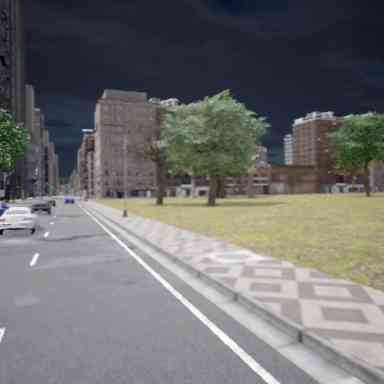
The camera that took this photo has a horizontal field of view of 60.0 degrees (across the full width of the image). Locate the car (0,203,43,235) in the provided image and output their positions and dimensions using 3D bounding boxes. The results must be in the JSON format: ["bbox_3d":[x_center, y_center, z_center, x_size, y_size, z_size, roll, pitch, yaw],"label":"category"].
[{"bbox_3d":[-10.134,1.605,19.691,1.812,1.442,4.674,-1,0,-21],"label":"car"}]

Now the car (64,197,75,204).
[{"bbox_3d":[-24.788,1.694,67.392,1.882,1.535,5.008,-1,0,-21],"label":"car"}]

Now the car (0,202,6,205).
[{"bbox_3d":[-17.584,1.632,29.667,1.882,1.535,5.008,-1,0,-21],"label":"car"}]

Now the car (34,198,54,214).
[{"bbox_3d":[-16.502,1.638,36.544,1.837,1.490,4.892,-1,0,-21],"label":"car"}]

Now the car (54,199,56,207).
[{"bbox_3d":[-23.195,1.676,54.263,1.882,1.535,5.008,-1,0,-21],"label":"car"}]
